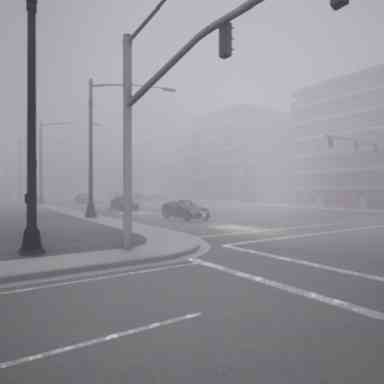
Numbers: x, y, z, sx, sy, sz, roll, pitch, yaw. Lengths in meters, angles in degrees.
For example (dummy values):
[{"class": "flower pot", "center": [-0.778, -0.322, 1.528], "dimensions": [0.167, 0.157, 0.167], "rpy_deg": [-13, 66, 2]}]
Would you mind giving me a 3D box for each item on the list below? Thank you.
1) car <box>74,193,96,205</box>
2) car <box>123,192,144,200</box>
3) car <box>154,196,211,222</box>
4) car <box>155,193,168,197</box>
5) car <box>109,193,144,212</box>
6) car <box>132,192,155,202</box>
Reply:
[{"class": "car", "center": [-14.885, 0.914, 46.217], "dimensions": [1.882, 1.535, 5.008], "rpy_deg": [0, 2, -34]}, {"class": "car", "center": [-11.691, 0.730, 66.499], "dimensions": [2.033, 1.411, 5.357], "rpy_deg": [0, 1, -34]}, {"class": "car", "center": [-0.547, 1.349, 25.174], "dimensions": [2.128, 1.511, 4.902], "rpy_deg": [0, 1, -34]}, {"class": "car", "center": [-5.812, 0.838, 57.889], "dimensions": [2.128, 1.511, 4.902], "rpy_deg": [0, 1, -34]}, {"class": "car", "center": [-7.157, 1.205, 34.858], "dimensions": [1.812, 1.442, 4.674], "rpy_deg": [0, 1, -34]}, {"class": "car", "center": [-8.702, 0.826, 55.915], "dimensions": [1.882, 1.535, 5.008], "rpy_deg": [0, 1, -34]}]
